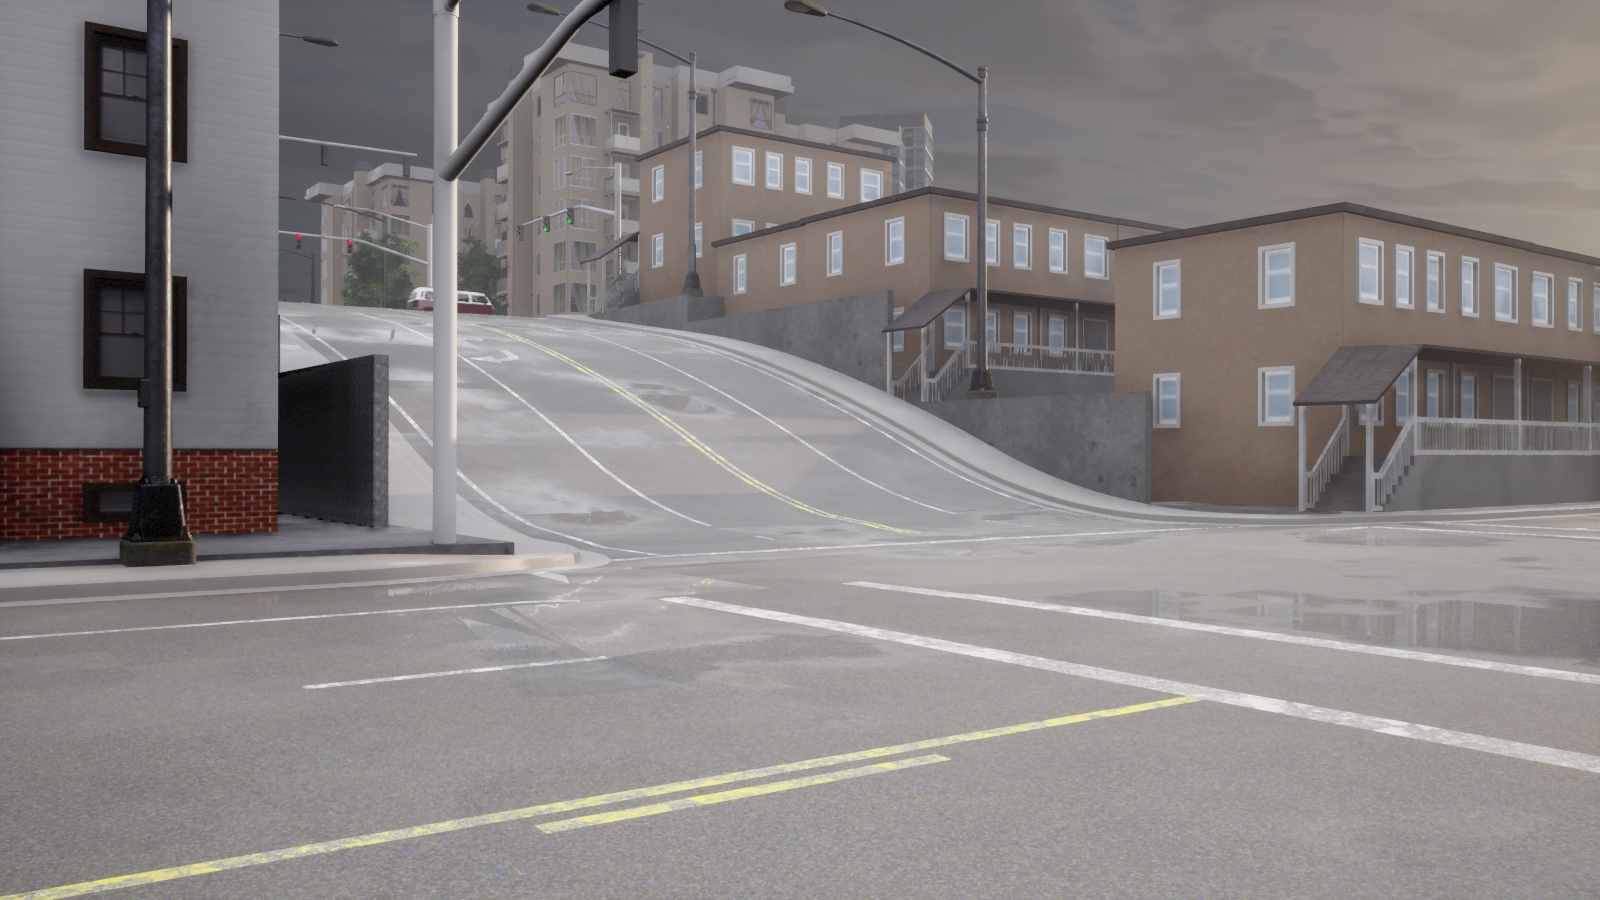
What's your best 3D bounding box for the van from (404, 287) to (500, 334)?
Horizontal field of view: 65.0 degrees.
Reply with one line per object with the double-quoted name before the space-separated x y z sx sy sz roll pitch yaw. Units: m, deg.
"van" -18.528 -7.398 66.860 4.480 2.038 2.069 0 -1 -35
